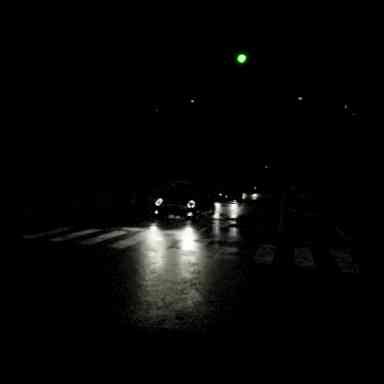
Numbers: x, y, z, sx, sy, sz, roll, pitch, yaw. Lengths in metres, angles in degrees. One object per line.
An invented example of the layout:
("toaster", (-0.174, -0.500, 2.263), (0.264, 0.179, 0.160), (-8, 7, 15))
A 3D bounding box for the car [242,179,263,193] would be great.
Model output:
("car", (8.617, -0.712, 47.850), (1.882, 1.535, 5.008), (3, 3, 16))

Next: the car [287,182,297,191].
("car", (18.974, -1.095, 63.167), (1.752, 1.417, 4.829), (3, 3, 16))

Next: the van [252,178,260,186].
("van", (16.649, -2.585, 86.159), (1.690, 1.788, 3.998), (3, 3, 16))

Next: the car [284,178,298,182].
("car", (15.984, -0.855, 52.571), (2.192, 1.841, 5.009), (3, 3, 16))

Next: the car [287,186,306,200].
("car", (11.545, 0.071, 36.952), (1.802, 1.307, 4.206), (3, 3, 16))

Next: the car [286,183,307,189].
("car", (8.599, 0.364, 26.523), (1.967, 1.590, 4.097), (3, 3, 16))

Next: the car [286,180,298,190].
("car", (20.413, -1.520, 68.203), (2.192, 1.841, 5.009), (3, 3, 16))

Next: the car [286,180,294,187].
("car", (26.313, -2.290, 89.052), (1.967, 1.590, 4.097), (3, 3, 16))

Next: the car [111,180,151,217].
("car", (-2.540, 0.250, 18.417), (2.192, 1.841, 5.009), (3, 3, 16))

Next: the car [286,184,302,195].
("car", (14.498, -0.384, 47.373), (1.947, 1.339, 4.313), (3, 3, 16))

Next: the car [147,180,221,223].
("car", (-0.218, 0.444, 17.042), (2.097, 1.767, 4.553), (3, 3, 17))

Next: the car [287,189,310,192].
("car", (7.117, 0.722, 21.319), (1.802, 1.307, 4.206), (3, 3, 16))

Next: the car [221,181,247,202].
("car", (3.554, 0.053, 30.193), (1.837, 1.490, 4.892), (3, 3, 16))

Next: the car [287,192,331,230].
("car", (5.642, 0.921, 16.107), (1.947, 1.339, 4.313), (3, 3, 16))

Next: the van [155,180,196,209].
("van", (-1.065, 0.061, 23.629), (1.690, 1.788, 3.998), (3, 3, 16))

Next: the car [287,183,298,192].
("car", (17.498, -0.874, 57.956), (1.752, 1.417, 4.829), (3, 3, 16))

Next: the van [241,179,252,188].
("van", (10.743, -1.693, 65.317), (1.690, 1.788, 3.998), (3, 3, 16))
